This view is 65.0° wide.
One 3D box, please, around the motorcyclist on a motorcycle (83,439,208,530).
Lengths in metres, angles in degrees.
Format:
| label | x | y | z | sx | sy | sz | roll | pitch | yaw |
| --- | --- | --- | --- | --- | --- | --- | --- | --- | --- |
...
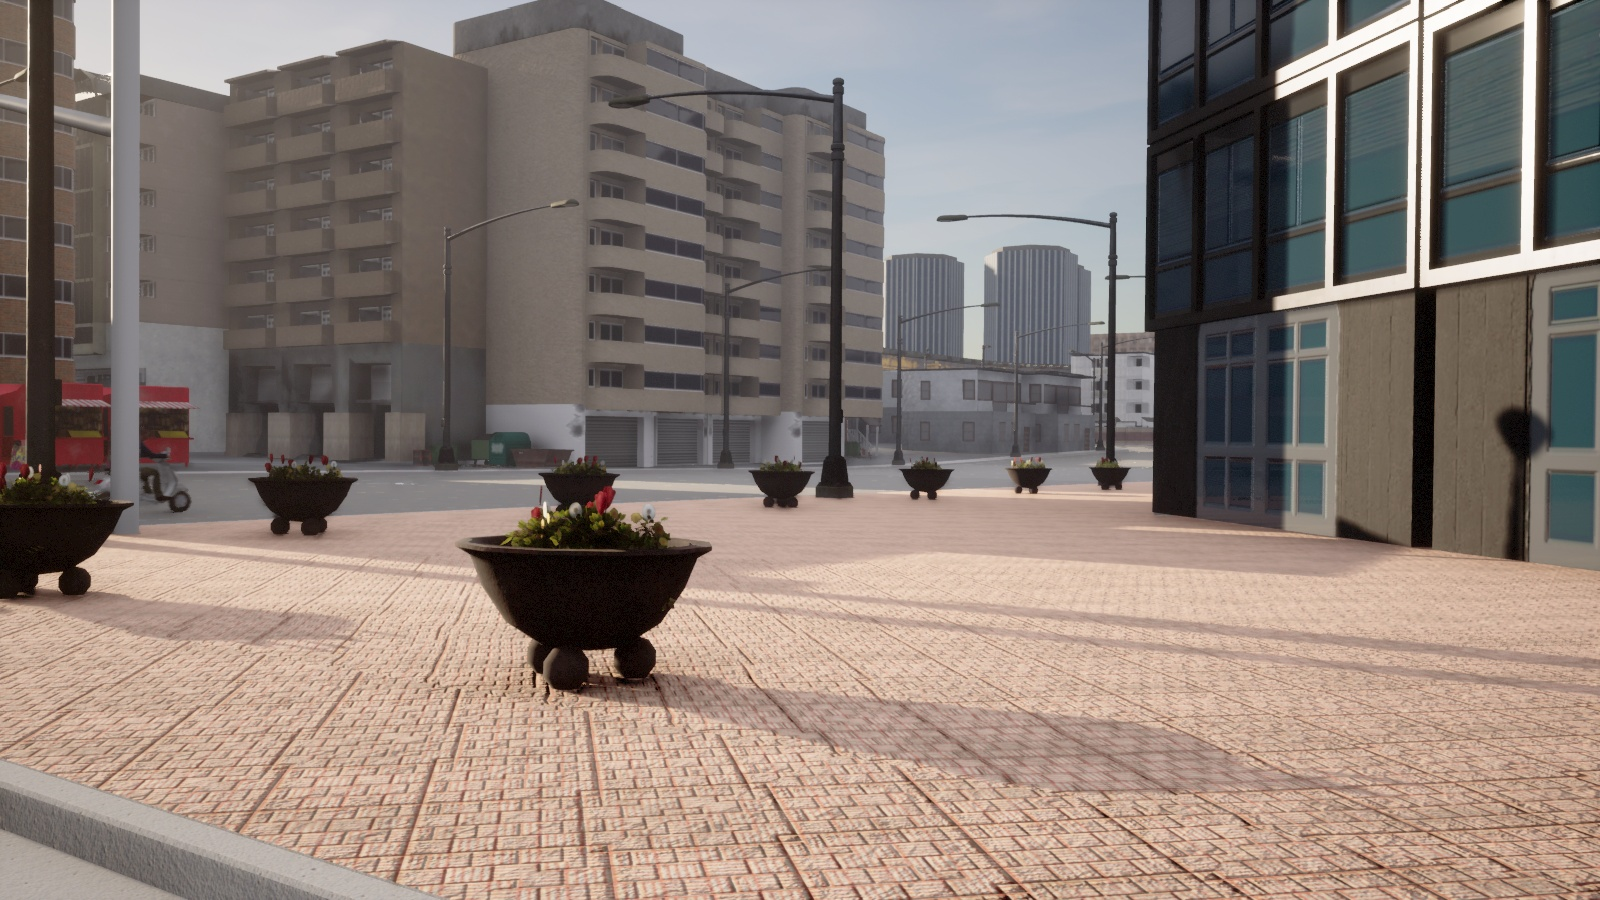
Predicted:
| label | x | y | z | sx | sy | sz | roll | pitch | yaw |
| --- | --- | --- | --- | --- | --- | --- | --- | --- | --- |
| motorcyclist on a motorcycle | -11.858 | 0.593 | 22.815 | 0.866 | 1.590 | 1.817 | 0 | 0 | 33 |
